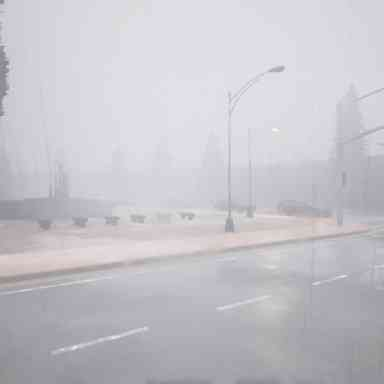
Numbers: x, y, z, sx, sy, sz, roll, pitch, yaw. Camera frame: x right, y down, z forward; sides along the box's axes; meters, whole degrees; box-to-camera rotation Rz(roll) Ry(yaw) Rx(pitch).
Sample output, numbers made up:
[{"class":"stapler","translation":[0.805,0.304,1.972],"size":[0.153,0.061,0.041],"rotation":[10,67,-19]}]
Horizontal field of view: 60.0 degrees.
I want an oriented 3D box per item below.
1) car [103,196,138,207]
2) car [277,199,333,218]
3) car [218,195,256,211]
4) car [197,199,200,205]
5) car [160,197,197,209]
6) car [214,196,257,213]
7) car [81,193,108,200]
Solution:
[{"class":"car","translation":[-10.653,1.601,50.498],"size":[4.718,1.301,1.895],"rotation":[0,0,25]},{"class":"car","translation":[10.476,1.526,30.403],"size":[1.812,1.442,4.674],"rotation":[0,0,-35]},{"class":"car","translation":[5.645,1.352,42.424],"size":[2.097,1.767,4.553],"rotation":[0,0,-42]},{"class":"car","translation":[-1.782,1.478,49.258],"size":[5.008,1.535,1.882],"rotation":[0,0,35]},{"class":"car","translation":[-2.136,1.505,45.165],"size":[4.892,1.490,1.837],"rotation":[0,0,38]},{"class":"car","translation":[4.845,1.547,38.117],"size":[2.033,1.411,5.357],"rotation":[0,0,-38]},{"class":"car","translation":[-18.634,1.222,63.955],"size":[5.566,2.045,2.150],"rotation":[0,0,10]}]
